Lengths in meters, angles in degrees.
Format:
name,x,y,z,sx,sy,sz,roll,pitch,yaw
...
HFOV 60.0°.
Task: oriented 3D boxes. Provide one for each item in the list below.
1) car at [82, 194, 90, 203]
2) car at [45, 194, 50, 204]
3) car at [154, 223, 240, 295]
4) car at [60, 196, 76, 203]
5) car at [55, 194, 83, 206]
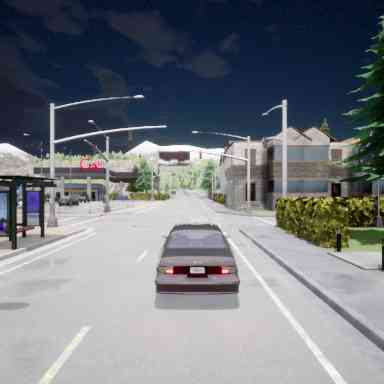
name,x,y,z,sx,sy,sz,roll,pitch,yaw
car,-22.571,1.268,68.977,1.905,1.878,3.866,0,0,0
car,-25.842,1.289,61.103,1.932,1.855,4.605,0,0,0
car,0.107,1.547,8.895,2.033,1.411,5.357,0,0,0
car,-25.896,1.552,69.582,1.970,1.475,3.806,0,0,0
car,-18.882,1.490,51.105,2.007,1.523,4.514,0,0,0
